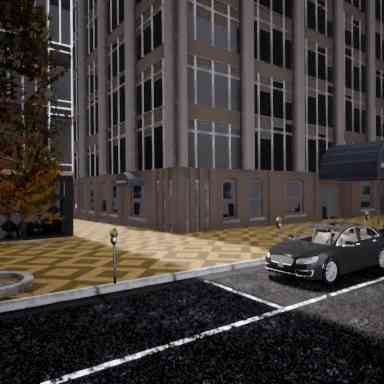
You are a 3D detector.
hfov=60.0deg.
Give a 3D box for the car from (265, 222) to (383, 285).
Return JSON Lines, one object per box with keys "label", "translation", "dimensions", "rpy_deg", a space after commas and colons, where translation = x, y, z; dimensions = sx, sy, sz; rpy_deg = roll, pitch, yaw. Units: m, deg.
{"label": "car", "translation": [3.936, 1.549, 9.372], "dimensions": [4.403, 1.369, 2.008], "rpy_deg": [0, -1, -35]}
